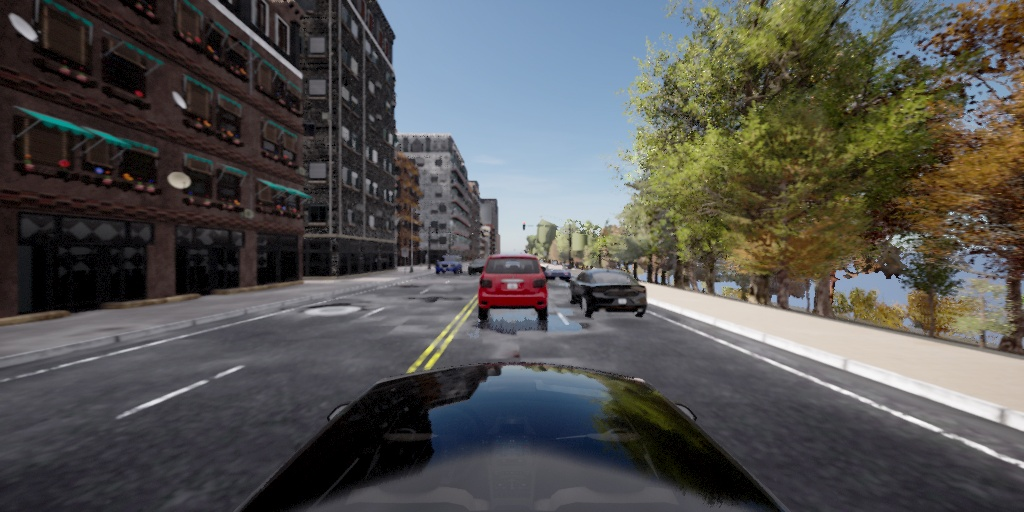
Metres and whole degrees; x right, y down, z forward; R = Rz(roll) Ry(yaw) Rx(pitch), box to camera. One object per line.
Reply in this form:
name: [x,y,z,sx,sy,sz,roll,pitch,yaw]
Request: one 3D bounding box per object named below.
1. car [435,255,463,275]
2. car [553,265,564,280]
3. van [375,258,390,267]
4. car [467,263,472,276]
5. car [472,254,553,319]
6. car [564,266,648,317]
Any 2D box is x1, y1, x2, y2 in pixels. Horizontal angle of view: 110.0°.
car: [-6.582,0.944,37.980,2.150,2.045,5.566,0,0,0]
car: [3.299,1.327,28.039,1.895,1.301,4.718,0,0,0]
van: [-22.747,1.311,60.859,3.998,1.789,1.690,0,0,-1]
car: [-3.335,1.071,37.096,2.097,1.767,4.553,0,0,0]
car: [0.051,0.958,12.880,2.150,2.045,5.566,0,0,1]
car: [3.306,1.216,13.189,1.882,1.535,5.008,0,0,0]
